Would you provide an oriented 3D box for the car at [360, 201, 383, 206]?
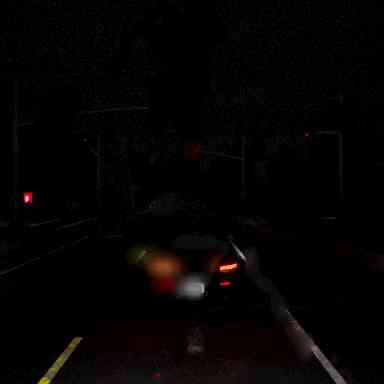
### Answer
[{"bbox_3d":[15.574,1.528,28.695,5.357,1.411,2.033,0,0,-6],"label":"car"}]

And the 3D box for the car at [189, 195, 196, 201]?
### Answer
[{"bbox_3d":[0.099,1.525,80.931,2.128,1.511,4.902,0,0,0],"label":"car"}]

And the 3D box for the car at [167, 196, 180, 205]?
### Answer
[{"bbox_3d":[-3.484,1.491,62.060,2.128,1.511,4.902,0,0,0],"label":"car"}]

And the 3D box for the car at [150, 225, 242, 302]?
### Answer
[{"bbox_3d":[0.083,1.526,8.137,1.812,1.442,4.674,0,0,0],"label":"car"}]

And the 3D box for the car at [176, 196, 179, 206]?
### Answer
[{"bbox_3d":[-3.531,1.221,52.023,2.150,2.045,5.566,0,0,0],"label":"car"}]

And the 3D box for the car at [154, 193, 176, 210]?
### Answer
[{"bbox_3d":[-3.544,1.351,41.801,2.097,1.767,4.553,0,0,0],"label":"car"}]
